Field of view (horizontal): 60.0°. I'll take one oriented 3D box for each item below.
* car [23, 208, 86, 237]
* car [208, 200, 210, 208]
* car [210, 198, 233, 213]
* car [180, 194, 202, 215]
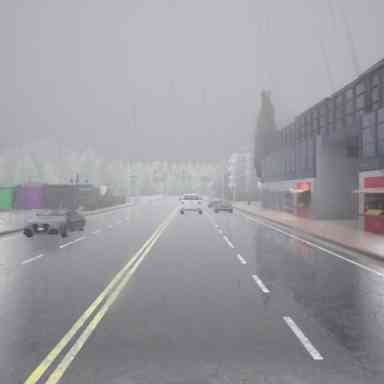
[{"bbox_3d":[-7.181,1.572,17.772,1.994,1.385,4.181,0,0,0],"label":"car"},{"bbox_3d":[3.298,1.547,46.796,1.812,1.442,4.674,0,0,0],"label":"car"},{"bbox_3d":[3.379,1.564,36.619,2.033,1.411,5.357,0,0,0],"label":"car"},{"bbox_3d":[-0.087,1.237,34.867,2.150,2.045,5.566,0,0,0],"label":"car"}]
